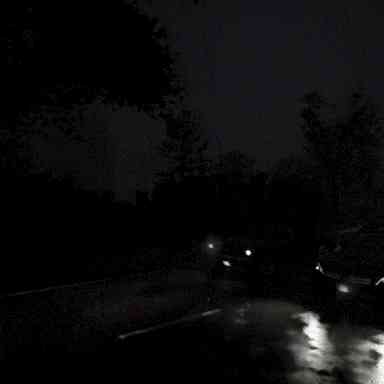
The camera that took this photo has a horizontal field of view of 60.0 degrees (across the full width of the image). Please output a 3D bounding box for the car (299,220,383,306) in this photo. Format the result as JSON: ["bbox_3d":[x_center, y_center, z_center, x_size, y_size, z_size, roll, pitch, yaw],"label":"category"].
[{"bbox_3d":[4.708,1.605,7.864,4.674,1.442,1.812,1,-1,-39],"label":"car"}]

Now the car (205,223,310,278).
[{"bbox_3d":[2.671,1.700,10.683,4.718,1.301,1.895,1,-1,-40],"label":"car"}]

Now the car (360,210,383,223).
[{"bbox_3d":[10.547,1.675,17.647,5.008,1.535,1.882,1,-1,-44],"label":"car"}]
